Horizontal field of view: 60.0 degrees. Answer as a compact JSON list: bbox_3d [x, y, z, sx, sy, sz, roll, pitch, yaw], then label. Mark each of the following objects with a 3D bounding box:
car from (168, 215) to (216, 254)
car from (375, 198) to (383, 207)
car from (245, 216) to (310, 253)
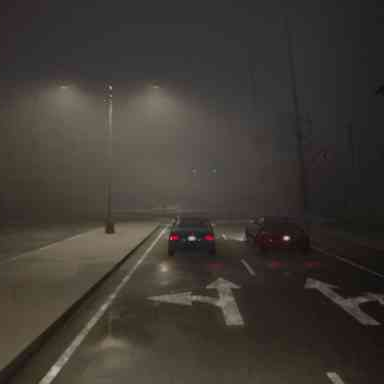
[{"bbox_3d":[-0.007,1.678,13.990,2.033,1.411,5.357,0,0,0],"label":"car"},{"bbox_3d":[29.891,1.677,55.171,1.970,1.475,3.806,0,-1,0],"label":"car"},{"bbox_3d":[3.498,1.698,14.305,1.994,1.385,4.181,0,0,0],"label":"car"}]
